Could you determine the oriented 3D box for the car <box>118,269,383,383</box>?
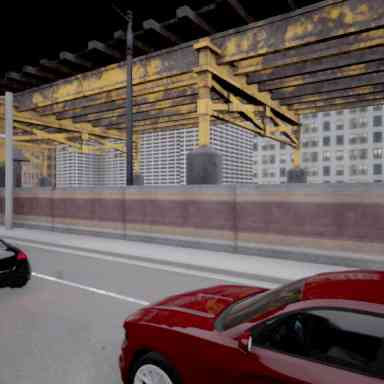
[{"bbox_3d":[1.500,1.478,2.920,5.008,1.535,1.882,0,0,35],"label":"car"}]

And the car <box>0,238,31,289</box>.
[{"bbox_3d":[-5.743,1.562,8.016,4.181,1.385,1.994,0,0,36],"label":"car"}]
